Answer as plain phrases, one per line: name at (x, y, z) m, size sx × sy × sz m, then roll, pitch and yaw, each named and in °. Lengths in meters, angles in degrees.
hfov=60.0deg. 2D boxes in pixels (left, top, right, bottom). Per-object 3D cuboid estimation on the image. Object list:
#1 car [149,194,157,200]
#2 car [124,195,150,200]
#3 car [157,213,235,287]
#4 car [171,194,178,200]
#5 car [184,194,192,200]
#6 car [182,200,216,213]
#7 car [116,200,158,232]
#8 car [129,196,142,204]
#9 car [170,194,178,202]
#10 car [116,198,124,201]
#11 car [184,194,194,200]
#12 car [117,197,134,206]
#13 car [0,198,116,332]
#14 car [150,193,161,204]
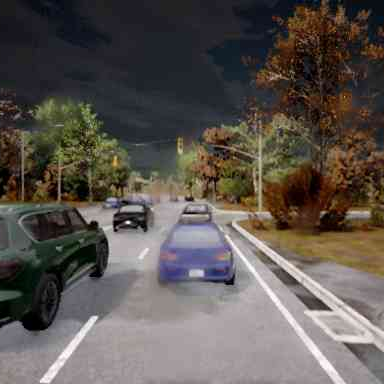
car at (-7.177, 1.482, 52.739) m, size 1.812 × 1.442 × 4.674 m, roll 0°, pitch 0°, yaw 0°
car at (-7.089, 1.514, 43.280) m, size 2.033 × 1.411 × 5.357 m, roll 0°, pitch 0°, yaw -1°
car at (0.100, 1.531, 9.257) m, size 1.812 × 1.442 × 4.674 m, roll 0°, pitch 0°, yaw 0°
car at (-4.554, 1.352, 84.830) m, size 1.812 × 1.442 × 4.674 m, roll 0°, pitch 0°, yaw -3°
car at (-1.059, 1.351, 85.030) m, size 1.812 × 1.442 × 4.674 m, roll 0°, pitch 0°, yaw -3°
car at (0.374, 1.485, 20.137) m, size 2.128 × 1.511 × 4.902 m, roll 0°, pitch 0°, yaw 5°
car at (-3.404, 1.471, 20.161) m, size 1.882 × 1.535 × 5.008 m, roll 0°, pitch 0°, yaw 0°
car at (-10.793, 1.469, 63.947) m, size 1.812 × 1.442 × 4.674 m, roll 0°, pitch 0°, yaw -1°
car at (-4.066, 1.448, 74.785) m, size 2.128 × 1.511 × 4.902 m, roll 0°, pitch 0°, yaw -2°
car at (-10.622, 1.491, 44.563) m, size 1.812 × 1.442 × 4.674 m, roll 0°, pitch 0°, yaw 0°
car at (-0.567, 1.408, 74.884) m, size 1.882 × 1.535 × 5.008 m, roll 0°, pitch 0°, yaw -2°
car at (-10.684, 1.556, 53.672) m, size 1.895 × 1.301 × 4.718 m, roll 0°, pitch 0°, yaw 0°
car at (-3.397, 1.231, 7.000) m, size 2.150 × 2.045 × 5.566 m, roll 0°, pitch 0°, yaw 0°
car at (-7.296, 1.163, 64.191) m, size 2.150 × 2.045 × 5.566 m, roll 0°, pitch 0°, yaw -1°
